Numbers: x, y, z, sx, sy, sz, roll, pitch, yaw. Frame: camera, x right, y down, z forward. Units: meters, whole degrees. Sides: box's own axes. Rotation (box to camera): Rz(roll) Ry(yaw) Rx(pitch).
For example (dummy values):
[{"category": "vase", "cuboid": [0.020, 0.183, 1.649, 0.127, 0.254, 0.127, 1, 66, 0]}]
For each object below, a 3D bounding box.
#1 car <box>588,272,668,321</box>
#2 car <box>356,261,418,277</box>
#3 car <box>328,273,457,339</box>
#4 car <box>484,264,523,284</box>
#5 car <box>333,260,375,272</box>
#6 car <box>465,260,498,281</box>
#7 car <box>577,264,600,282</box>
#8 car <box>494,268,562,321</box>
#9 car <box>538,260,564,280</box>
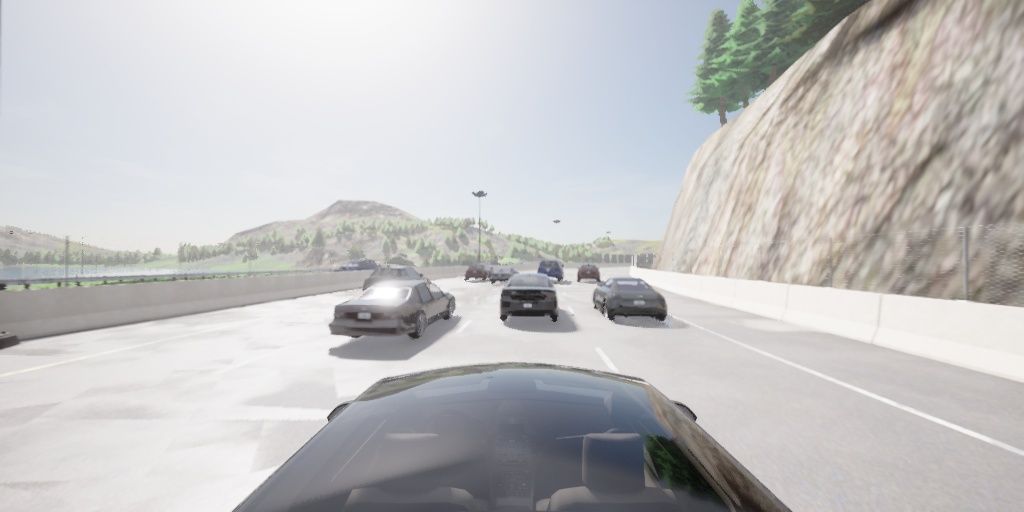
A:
[{"category": "car", "cuboid": [4.207, 1.473, 13.378, 1.994, 1.385, 4.181, 0, -1, 5]}, {"category": "car", "cuboid": [-5.815, 1.305, 18.695, 2.097, 1.767, 4.553, 0, -1, 6]}, {"category": "car", "cuboid": [-3.068, 1.403, 10.454, 2.033, 1.411, 5.357, 0, -1, 5]}, {"category": "car", "cuboid": [-0.520, 1.670, 31.041, 2.033, 1.411, 5.357, 0, -1, 11]}, {"category": "car", "cuboid": [-19.198, 1.478, 44.883, 2.150, 2.045, 5.566, 0, 0, 14]}, {"category": "car", "cuboid": [-3.076, 1.532, 35.905, 2.097, 1.767, 4.553, 0, -1, 12]}, {"category": "car", "cuboid": [7.449, 1.542, 34.920, 2.097, 1.767, 4.553, 0, -1, 12]}, {"category": "car", "cuboid": [0.680, 1.377, 13.314, 1.882, 1.535, 5.008, 0, -1, 5]}, {"category": "car", "cuboid": [3.775, 1.400, 34.657, 2.150, 2.045, 5.566, 0, -1, 12]}]
